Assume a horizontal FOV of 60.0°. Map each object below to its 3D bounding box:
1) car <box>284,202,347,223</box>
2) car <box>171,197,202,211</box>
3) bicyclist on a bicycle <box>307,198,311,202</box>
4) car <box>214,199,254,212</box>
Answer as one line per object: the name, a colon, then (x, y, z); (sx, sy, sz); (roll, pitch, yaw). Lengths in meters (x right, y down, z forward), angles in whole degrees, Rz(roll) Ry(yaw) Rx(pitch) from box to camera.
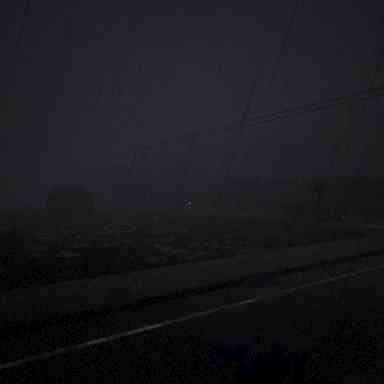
car: (9.522, 1.520, 26.004); (2.128, 1.511, 4.902); (0, 0, -35)
car: (-0.745, 1.382, 40.984); (2.097, 1.767, 4.553); (0, 0, -34)
bicyclist on a bicycle: (12.188, 1.473, 34.645); (1.656, 1.620, 0.582); (-1, 1, -35)
car: (4.891, 1.577, 39.269); (2.033, 1.411, 5.357); (0, 0, -35)
